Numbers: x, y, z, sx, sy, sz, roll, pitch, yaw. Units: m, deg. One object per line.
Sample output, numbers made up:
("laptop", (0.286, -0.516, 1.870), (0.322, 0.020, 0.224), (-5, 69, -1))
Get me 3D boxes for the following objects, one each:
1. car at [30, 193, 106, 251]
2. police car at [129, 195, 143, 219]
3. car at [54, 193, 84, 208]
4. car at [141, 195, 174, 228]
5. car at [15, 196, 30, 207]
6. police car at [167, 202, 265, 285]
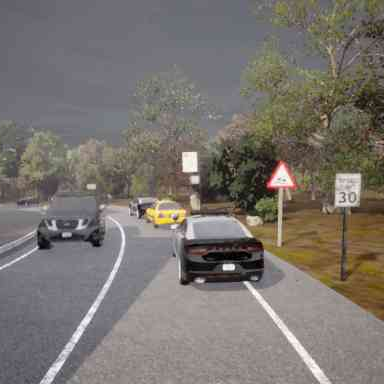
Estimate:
("car", (-4.862, 1.093, 14.111), (2.150, 2.045, 5.566), (-1, 1, -12))
("police car", (-3.603, 1.060, 25.589), (1.930, 1.638, 5.238), (-2, 1, -21))
("car", (-16.492, 1.052, 44.550), (2.097, 1.767, 4.553), (-5, 3, -42))
("car", (-1.613, 1.167, 19.726), (1.801, 1.575, 5.366), (-2, 1, -16))
("car", (-26.712, 1.485, 53.802), (5.008, 1.535, 1.882), (-2, 3, 34))
("police car", (0.460, 1.301, 9.409), (1.930, 1.638, 5.238), (-1, 1, -7))
